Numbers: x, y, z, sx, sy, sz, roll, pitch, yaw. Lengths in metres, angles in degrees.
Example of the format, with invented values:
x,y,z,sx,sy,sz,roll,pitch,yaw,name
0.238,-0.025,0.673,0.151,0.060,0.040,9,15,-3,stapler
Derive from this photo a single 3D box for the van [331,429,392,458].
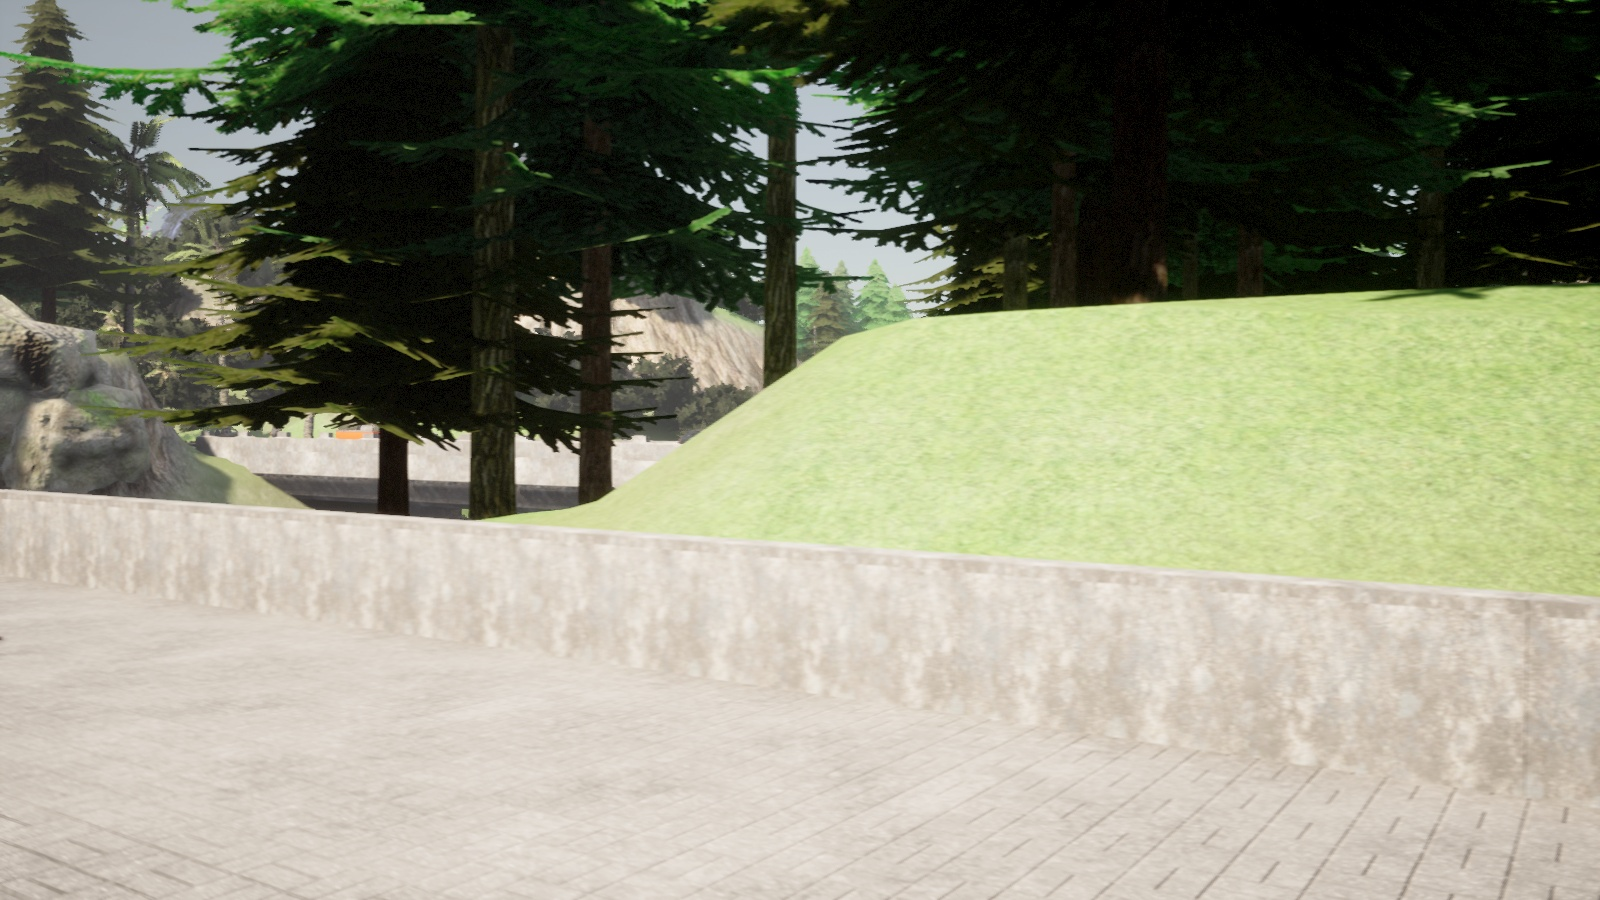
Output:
x,y,z,sx,sy,sz,roll,pitch,yaw,name
-31.145,-0.449,89.137,4.442,1.987,1.775,0,1,34,van

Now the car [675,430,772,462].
x,y,z,sx,sy,sz,roll,pitch,yaw,name
-4.053,-0.208,66.369,4.856,1.649,2.033,0,1,34,car
